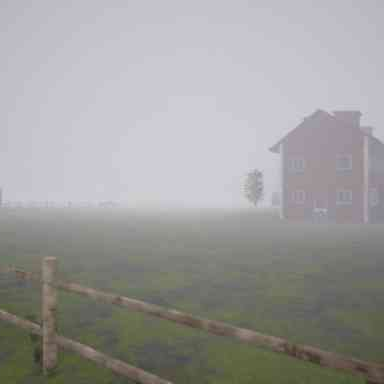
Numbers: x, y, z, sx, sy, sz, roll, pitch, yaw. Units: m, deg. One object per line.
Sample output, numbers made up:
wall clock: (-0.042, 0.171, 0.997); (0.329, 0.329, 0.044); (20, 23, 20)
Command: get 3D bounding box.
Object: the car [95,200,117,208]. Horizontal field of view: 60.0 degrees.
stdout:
car: (-16.727, 2.377, 65.079); (1.812, 1.442, 4.674); (0, -1, 36)
